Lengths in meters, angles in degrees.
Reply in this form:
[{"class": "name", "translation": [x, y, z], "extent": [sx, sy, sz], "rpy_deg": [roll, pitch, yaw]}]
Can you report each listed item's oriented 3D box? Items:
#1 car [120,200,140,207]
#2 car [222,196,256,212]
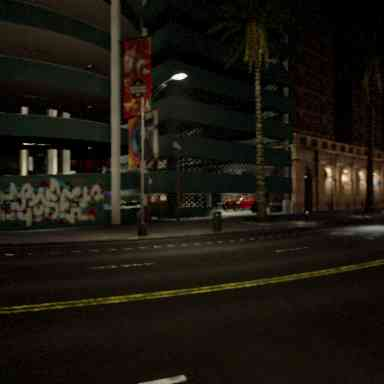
[{"class": "car", "translation": [-13.074, 2.363, 68.594], "extent": [4.786, 1.482, 2.161], "rpy_deg": [0, -1, -40]}, {"class": "car", "translation": [6.628, 1.607, 45.844], "extent": [5.566, 2.045, 2.435], "rpy_deg": [0, -1, -40]}]
